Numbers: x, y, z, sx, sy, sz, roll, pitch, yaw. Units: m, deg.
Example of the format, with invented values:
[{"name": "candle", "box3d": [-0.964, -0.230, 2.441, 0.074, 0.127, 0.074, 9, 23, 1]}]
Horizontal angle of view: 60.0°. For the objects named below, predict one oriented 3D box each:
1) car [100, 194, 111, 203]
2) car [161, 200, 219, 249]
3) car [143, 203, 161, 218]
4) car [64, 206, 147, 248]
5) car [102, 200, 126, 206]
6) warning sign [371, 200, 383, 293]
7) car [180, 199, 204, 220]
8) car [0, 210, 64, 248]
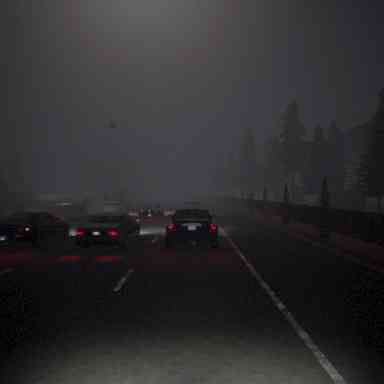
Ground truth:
[{"name": "car", "box3d": [-17.753, 1.353, 68.579, 2.097, 1.767, 4.553, 0, 0, -14]}, {"name": "car", "box3d": [0.000, 1.366, 14.620, 2.097, 1.767, 4.553, 0, 0, 0]}, {"name": "car", "box3d": [-3.500, 1.616, 29.680, 1.895, 1.301, 4.718, 0, 0, 0]}, {"name": "car", "box3d": [-3.500, 1.563, 14.650, 2.033, 1.411, 5.357, 0, 0, 0]}, {"name": "car", "box3d": [-7.000, 1.533, 29.650, 1.812, 1.442, 4.674, 0, 0, 0]}, {"name": "warning sign", "box3d": [4.550, 1.114, 6.715, 1.300, 1.860, 1.060, 0, 0, 0]}, {"name": "car", "box3d": [0.000, 1.485, 29.650, 1.882, 1.535, 5.008, 0, 0, 0]}, {"name": "car", "box3d": [-7.000, 1.533, 14.650, 1.812, 1.442, 4.674, 0, 0, 0]}]
